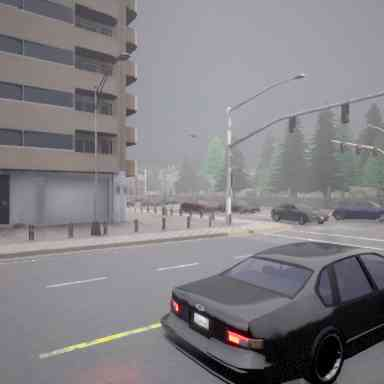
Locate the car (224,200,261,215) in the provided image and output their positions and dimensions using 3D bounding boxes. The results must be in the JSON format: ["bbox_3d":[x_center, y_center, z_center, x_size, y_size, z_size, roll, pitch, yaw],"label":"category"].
[{"bbox_3d":[4.865,1.603,35.599,2.033,1.411,5.357,0,0,-36],"label":"car"}]

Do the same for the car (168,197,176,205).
[{"bbox_3d":[-4.743,1.603,61.283,2.033,1.411,5.357,0,0,-36],"label":"car"}]

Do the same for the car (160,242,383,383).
[{"bbox_3d":[2.162,1.547,5.320,5.357,1.411,2.033,0,0,-35],"label":"car"}]

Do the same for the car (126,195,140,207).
[{"bbox_3d":[-10.308,1.533,50.722,1.882,1.535,5.008,0,0,-36],"label":"car"}]

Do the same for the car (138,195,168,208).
[{"bbox_3d":[-5.955,1.619,50.653,1.994,1.385,4.181,0,0,-36],"label":"car"}]

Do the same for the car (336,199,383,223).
[{"bbox_3d":[13.368,1.385,25.535,4.553,1.767,2.097,0,0,41],"label":"car"}]

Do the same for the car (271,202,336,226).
[{"bbox_3d":[7.691,1.542,24.124,1.837,1.490,4.892,1,-1,-21],"label":"car"}]

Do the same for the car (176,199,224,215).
[{"bbox_3d":[0.736,1.533,35.344,1.882,1.535,5.008,0,0,-36],"label":"car"}]
